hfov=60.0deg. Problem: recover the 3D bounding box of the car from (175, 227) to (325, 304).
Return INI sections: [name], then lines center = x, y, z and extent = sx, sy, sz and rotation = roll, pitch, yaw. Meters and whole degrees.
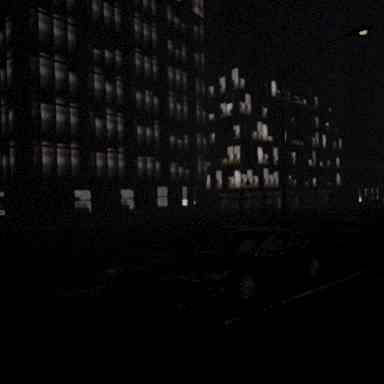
[car]
center = 1.598, 1.579, 8.183
extent = 4.403, 1.369, 2.008
rotation = 0, -1, -40
